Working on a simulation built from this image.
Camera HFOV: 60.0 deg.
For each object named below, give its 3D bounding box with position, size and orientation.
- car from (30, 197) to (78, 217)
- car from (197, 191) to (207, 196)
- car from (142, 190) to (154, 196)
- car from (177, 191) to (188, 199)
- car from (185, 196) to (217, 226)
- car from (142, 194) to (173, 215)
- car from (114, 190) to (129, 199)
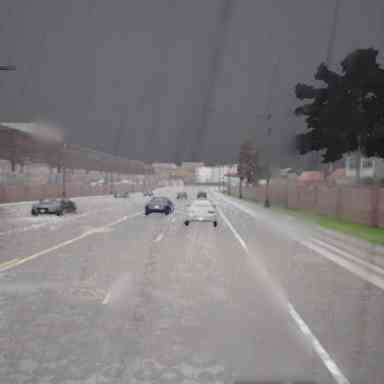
[{"bbox_3d":[-9.950,1.032,24.257,1.994,1.385,4.181,1,1,2],"label":"car"},{"bbox_3d":[1.978,0.541,66.924,1.837,1.490,4.892,1,0,2],"label":"car"},{"bbox_3d":[-8.639,0.290,65.702,1.837,1.490,4.892,1,1,2],"label":"car"},{"bbox_3d":[-1.824,0.576,62.959,2.033,1.411,5.357,1,1,2],"label":"car"},{"bbox_3d":[0.584,1.231,20.874,1.812,1.442,4.674,1,1,2],"label":"car"},{"bbox_3d":[-2.653,1.110,27.619,1.994,1.385,4.181,1,1,2],"label":"car"},{"bbox_3d":[-12.370,0.415,58.699,2.128,1.511,4.902,1,1,2],"label":"car"}]
